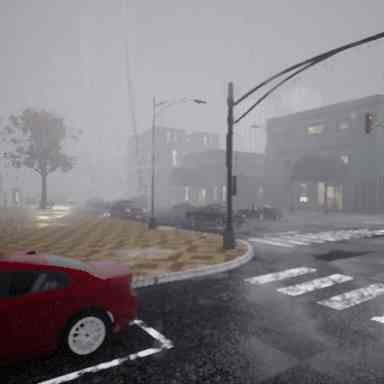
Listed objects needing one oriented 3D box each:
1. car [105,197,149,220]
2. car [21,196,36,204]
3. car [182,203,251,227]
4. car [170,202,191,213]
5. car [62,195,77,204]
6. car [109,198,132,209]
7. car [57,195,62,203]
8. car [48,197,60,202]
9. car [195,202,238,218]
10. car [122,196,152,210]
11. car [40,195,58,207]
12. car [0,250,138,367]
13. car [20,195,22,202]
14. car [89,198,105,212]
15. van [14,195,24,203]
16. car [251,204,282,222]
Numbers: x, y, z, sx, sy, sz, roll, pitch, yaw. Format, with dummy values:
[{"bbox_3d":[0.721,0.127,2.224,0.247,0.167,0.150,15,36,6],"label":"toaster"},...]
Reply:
[{"bbox_3d":[-5.408,1.476,28.119,1.967,1.590,4.097,1,-1,-35],"label":"car"},{"bbox_3d":[-33.771,1.842,69.244,1.947,1.339,4.313,1,-1,-35],"label":"car"},{"bbox_3d":[1.549,1.634,22.860,1.895,1.301,4.718,1,-1,-35],"label":"car"},{"bbox_3d":[-0.830,1.753,36.673,1.802,1.307,4.206,1,-1,-35],"label":"car"},{"bbox_3d":[-26.982,1.914,74.161,1.752,1.417,4.829,1,-1,-35],"label":"car"},{"bbox_3d":[-11.028,1.695,51.245,1.967,1.590,4.097,1,-1,-35],"label":"car"},{"bbox_3d":[-33.211,1.756,83.146,2.192,1.841,5.009,1,-1,-35],"label":"car"},{"bbox_3d":[-36.376,2.019,87.706,2.008,1.369,4.403,1,-1,-35],"label":"car"},{"bbox_3d":[2.294,1.712,32.170,1.947,1.339,4.313,1,-1,-35],"label":"car"},{"bbox_3d":[-7.837,1.544,46.703,2.192,1.841,5.009,1,-1,-35],"label":"car"},{"bbox_3d":[-24.185,1.720,55.420,1.752,1.417,4.829,1,-1,-35],"label":"car"},{"bbox_3d":[-2.939,1.545,4.410,4.507,1.381,1.887,0,1,-36],"label":"car"},{"bbox_3d":[-40.001,1.855,78.228,1.752,1.417,4.829,1,-1,-35],"label":"car"},{"bbox_3d":[-10.330,1.732,40.010,1.895,1.301,4.718,1,-1,-35],"label":"car"},{"bbox_3d":[-43.260,1.698,82.930,1.690,1.788,3.998,1,-1,-35],"label":"van"},{"bbox_3d":[5.418,1.671,27.666,2.008,1.369,4.403,1,-1,-35],"label":"car"}]
